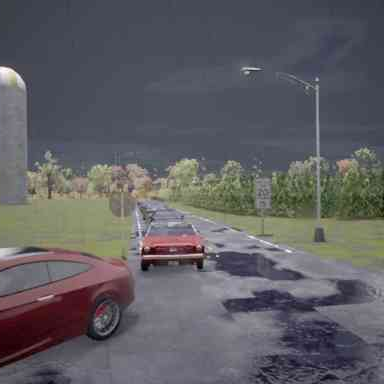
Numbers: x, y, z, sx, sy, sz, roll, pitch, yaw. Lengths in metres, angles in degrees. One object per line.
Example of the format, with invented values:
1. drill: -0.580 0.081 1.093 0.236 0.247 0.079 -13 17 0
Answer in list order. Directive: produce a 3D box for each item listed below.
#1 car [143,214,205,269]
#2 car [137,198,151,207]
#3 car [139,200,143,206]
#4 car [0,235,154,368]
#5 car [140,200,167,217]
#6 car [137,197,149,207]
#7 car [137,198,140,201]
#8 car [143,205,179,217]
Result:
1. car: -0.688 1.664 11.365 1.895 1.301 4.718 -1 0 -5
2. car: -4.507 1.709 35.733 2.033 1.411 5.357 -1 0 -10
3. car: -3.464 1.700 29.869 1.994 1.385 4.181 -1 0 -10
4. car: -2.769 1.549 4.558 1.812 1.442 4.674 0 -1 33
5. car: -2.344 1.600 23.449 2.128 1.511 4.902 -1 0 -10
6. car: -8.455 1.733 56.974 1.882 1.535 5.008 -1 0 -11
7. car: -5.669 1.680 42.084 2.128 1.511 4.902 -1 0 -10
8. car: -1.387 1.649 17.813 1.994 1.385 4.181 -1 0 -10
